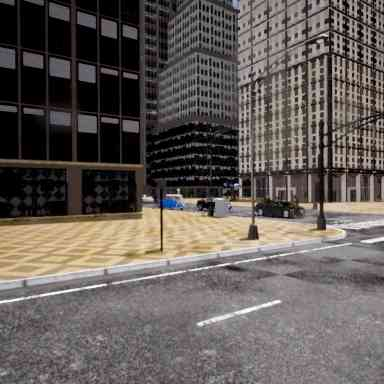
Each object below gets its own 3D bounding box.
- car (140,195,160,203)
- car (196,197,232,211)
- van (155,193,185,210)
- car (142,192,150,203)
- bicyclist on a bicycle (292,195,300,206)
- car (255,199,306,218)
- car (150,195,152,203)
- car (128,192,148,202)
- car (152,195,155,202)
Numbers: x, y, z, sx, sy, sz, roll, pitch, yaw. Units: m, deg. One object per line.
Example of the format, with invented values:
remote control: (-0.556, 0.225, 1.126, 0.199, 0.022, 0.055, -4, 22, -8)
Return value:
car: (-7.855, 1.238, 62.567, 1.887, 1.381, 4.507, 0, 0, -34)
car: (2.407, 1.362, 37.015, 2.128, 1.511, 4.902, -1, 1, -34)
van: (-2.401, 1.210, 39.514, 1.690, 1.788, 3.998, 0, 0, -34)
car: (-8.578, 1.253, 59.003, 1.812, 1.442, 4.674, -1, 0, -34)
bicyclist on a bicycle: (11.987, 1.118, 38.432, 1.656, 1.620, 0.582, -1, 1, -34)
car: (7.679, 1.419, 29.205, 1.837, 1.490, 4.892, -1, 1, -34)
car: (-4.755, 1.035, 57.975, 2.192, 1.841, 5.009, 0, 0, -34)
car: (-10.955, 0.981, 67.157, 2.192, 1.841, 5.009, 0, 0, -34)
car: (-3.242, 1.348, 45.395, 1.812, 1.442, 4.674, -1, 1, -34)
